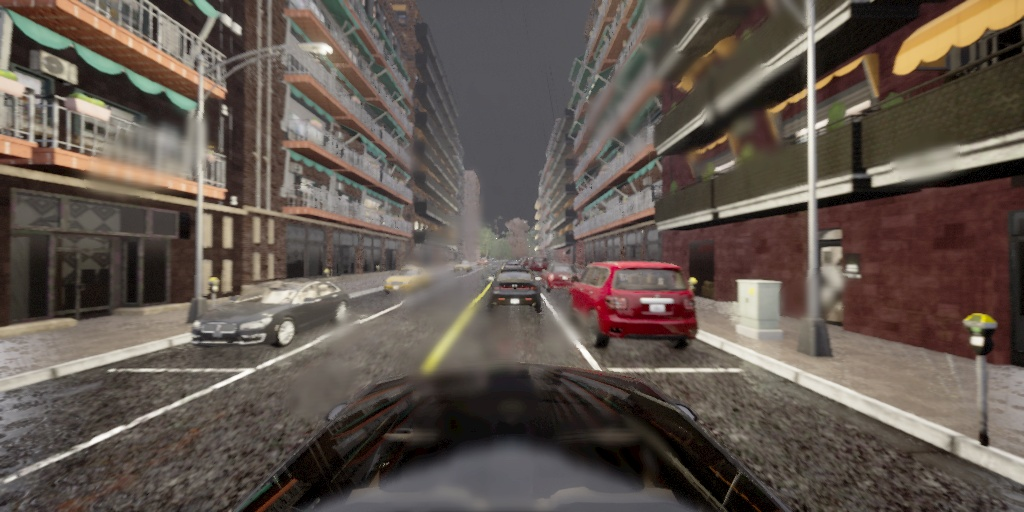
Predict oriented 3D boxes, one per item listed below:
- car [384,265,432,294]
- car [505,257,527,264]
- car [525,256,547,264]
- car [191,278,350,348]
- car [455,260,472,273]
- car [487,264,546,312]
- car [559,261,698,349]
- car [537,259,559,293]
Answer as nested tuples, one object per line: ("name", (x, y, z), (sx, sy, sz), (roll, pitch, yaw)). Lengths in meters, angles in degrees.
("car", (-5.691, 1.225, 20.065), (1.751, 1.417, 4.829), (0, 0, 0))
("car", (0.098, 1.150, 35.966), (2.128, 1.511, 4.902), (0, 0, 0))
("car", (2.689, 0.970, 36.905), (2.192, 1.841, 5.009), (0, 0, 0))
("car", (-5.690, 1.280, 9.098), (2.007, 1.370, 4.403), (0, 0, 0))
("car", (-5.692, 1.167, 42.335), (1.751, 1.417, 4.829), (0, 0, 0))
("car", (0.099, 1.221, 14.096), (1.837, 1.490, 4.892), (0, 0, 0))
("car", (2.690, 1.044, 9.065), (2.192, 1.841, 5.009), (0, 0, 0))
("car", (2.689, 1.139, 20.201), (1.967, 1.591, 4.097), (0, 0, 0))
